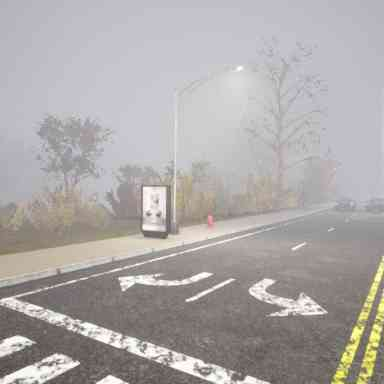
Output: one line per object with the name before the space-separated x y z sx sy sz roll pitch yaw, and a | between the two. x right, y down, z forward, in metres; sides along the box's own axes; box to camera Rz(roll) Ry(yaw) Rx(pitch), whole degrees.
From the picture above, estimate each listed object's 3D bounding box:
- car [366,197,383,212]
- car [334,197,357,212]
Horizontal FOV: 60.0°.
car | 21.279 1.393 38.300 2.097 1.767 4.553 0 0 30
car | 18.465 1.391 39.926 2.097 1.767 4.553 0 0 30
